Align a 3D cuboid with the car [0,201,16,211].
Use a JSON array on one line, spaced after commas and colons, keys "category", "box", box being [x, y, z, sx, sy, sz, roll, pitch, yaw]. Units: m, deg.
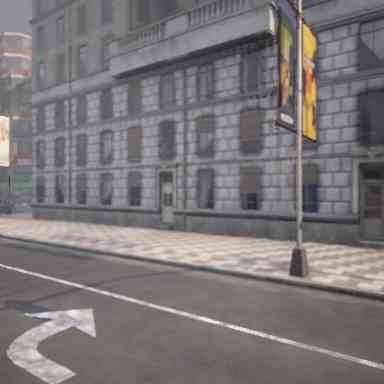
[{"category": "car", "box": [-21.895, 1.504, 36.929, 1.994, 1.385, 4.181, 0, 0, 34]}]
